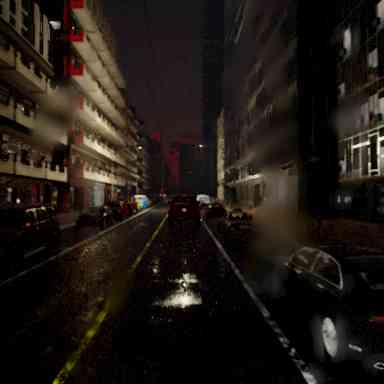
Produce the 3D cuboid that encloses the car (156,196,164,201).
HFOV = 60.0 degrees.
[{"bbox_3d":[-7.988,1.611,82.927,1.802,1.307,4.206,1,0,-2],"label":"car"}]

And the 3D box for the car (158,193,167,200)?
[{"bbox_3d":[-8.302,1.342,94.015,2.192,1.841,5.009,1,0,-2],"label":"car"}]

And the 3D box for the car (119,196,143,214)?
[{"bbox_3d":[-6.592,1.347,33.026,2.192,1.841,5.009,1,0,-2],"label":"car"}]

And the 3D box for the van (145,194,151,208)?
[{"bbox_3d":[-6.882,1.374,44.116,1.690,1.788,3.998,1,0,-2],"label":"van"}]

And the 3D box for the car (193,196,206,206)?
[{"bbox_3d":[1.148,1.432,55.533,1.967,1.590,4.097,1,0,-2],"label":"car"}]

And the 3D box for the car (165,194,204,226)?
[{"bbox_3d":[-0.563,1.225,23.869,2.150,2.045,5.566,0,0,-2],"label":"car"}]

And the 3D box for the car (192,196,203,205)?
[{"bbox_3d":[0.983,1.517,61.249,1.752,1.417,4.829,1,0,-2],"label":"car"}]

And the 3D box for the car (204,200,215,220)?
[{"bbox_3d":[1.940,1.574,27.804,1.802,1.307,4.206,1,0,-2],"label":"car"}]

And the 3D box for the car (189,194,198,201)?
[{"bbox_3d":[0.355,1.429,83.260,1.967,1.590,4.097,1,0,-2],"label":"car"}]

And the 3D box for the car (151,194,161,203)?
[{"bbox_3d":[-7.350,1.346,60.748,2.192,1.841,5.009,1,0,-2],"label":"car"}]

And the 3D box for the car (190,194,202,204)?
[{"bbox_3d":[0.832,1.306,66.624,2.192,1.841,5.009,1,0,-2],"label":"car"}]

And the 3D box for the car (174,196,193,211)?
[{"bbox_3d":[-1.041,1.356,40.706,2.097,1.767,4.553,0,0,-2],"label":"car"}]

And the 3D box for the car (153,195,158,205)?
[{"bbox_3d":[-7.195,1.614,55.204,1.802,1.307,4.206,1,0,-2],"label":"car"}]

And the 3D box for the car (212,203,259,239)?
[{"bbox_3d":[2.253,1.515,16.882,1.752,1.417,4.829,1,0,-2],"label":"car"}]

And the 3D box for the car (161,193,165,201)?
[{"bbox_3d":[-7.830,1.595,77.382,1.947,1.339,4.313,1,0,-2],"label":"car"}]

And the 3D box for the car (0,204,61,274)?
[{"bbox_3d":[-5.955,1.344,10.848,2.192,1.841,5.009,1,0,-2],"label":"car"}]

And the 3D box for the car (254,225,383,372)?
[{"bbox_3d":[2.575,1.539,5.621,2.008,1.369,4.403,1,0,-2],"label":"car"}]

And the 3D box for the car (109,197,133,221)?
[{"bbox_3d":[-6.432,1.472,27.482,1.967,1.590,4.097,1,0,-2],"label":"car"}]

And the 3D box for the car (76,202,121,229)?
[{"bbox_3d":[-6.275,1.582,21.937,2.008,1.369,4.403,1,0,-2],"label":"car"}]

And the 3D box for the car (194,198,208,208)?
[{"bbox_3d":[1.305,1.558,49.987,1.947,1.339,4.313,1,0,-2],"label":"car"}]

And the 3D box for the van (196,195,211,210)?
[{"bbox_3d":[1.467,1.334,44.442,1.690,1.788,3.998,1,0,-2],"label":"van"}]

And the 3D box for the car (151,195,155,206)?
[{"bbox_3d":[-7.031,1.558,49.490,1.752,1.417,4.829,1,0,-2],"label":"car"}]

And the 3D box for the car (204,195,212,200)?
[{"bbox_3d":[1.624,1.433,38.896,1.967,1.590,4.097,1,0,-2],"label":"car"}]

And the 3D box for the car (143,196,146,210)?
[{"bbox_3d":[-6.757,1.558,38.399,1.752,1.417,4.829,1,0,-2],"label":"car"}]
